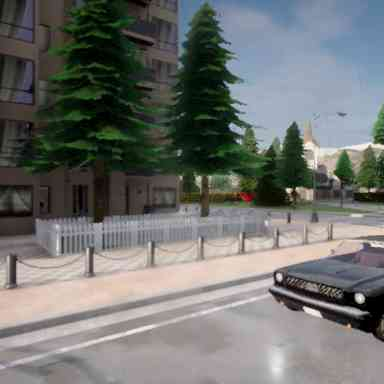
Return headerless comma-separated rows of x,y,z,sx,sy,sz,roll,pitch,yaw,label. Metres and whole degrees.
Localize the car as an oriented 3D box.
3.713,1.589,6.542,4.718,1.301,1.895,0,0,-35,car
